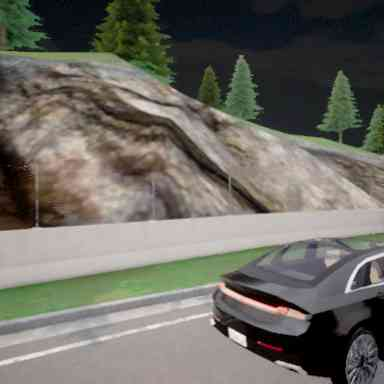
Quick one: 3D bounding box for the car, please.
[{"bbox_3d":[2.578,1.474,5.164,4.902,1.511,2.128,0,0,-32],"label":"car"}]
